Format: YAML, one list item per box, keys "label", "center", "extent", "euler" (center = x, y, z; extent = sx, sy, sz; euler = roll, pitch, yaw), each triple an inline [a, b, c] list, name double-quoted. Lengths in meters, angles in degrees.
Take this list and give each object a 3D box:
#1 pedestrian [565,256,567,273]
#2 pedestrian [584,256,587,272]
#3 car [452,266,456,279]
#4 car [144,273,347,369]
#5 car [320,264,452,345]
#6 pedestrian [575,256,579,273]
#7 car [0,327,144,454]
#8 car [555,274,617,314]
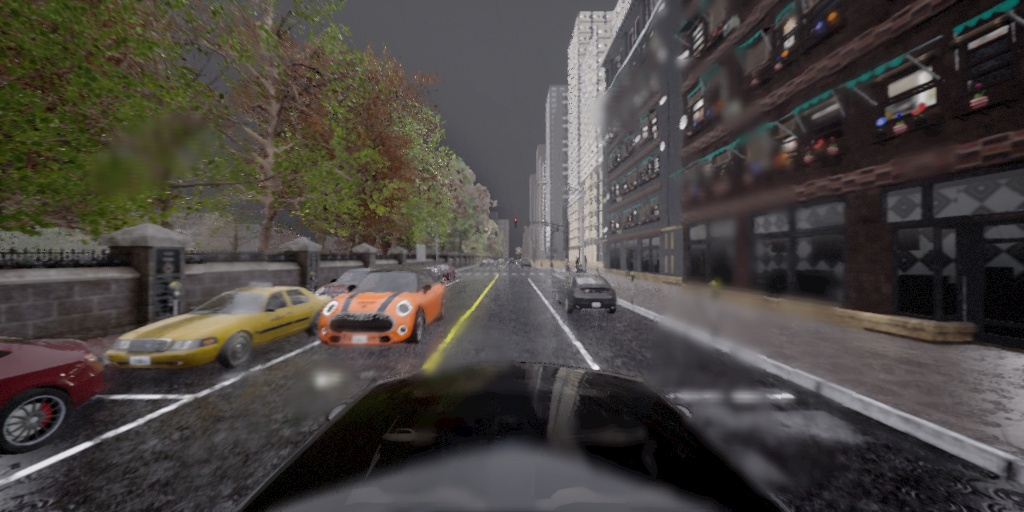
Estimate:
- label: "pedestrian"
  center: [6.129, 0.941, 40.698]
  extent: [0.375, 1.860, 0.375]
  euler: [0, 0, 0]
- label: "pedestrian"
  center: [8.129, 0.836, 40.099]
  extent: [0.375, 1.860, 0.375]
  euler: [0, 0, 0]
- label: "car"
  center: [-5.825, 1.335, 30.219]
  extent: [1.888, 1.381, 4.507]
  euler: [0, 0, 0]
- label: "car"
  center: [-5.692, 1.283, 7.895]
  extent: [1.751, 1.417, 4.829]
  euler: [0, 0, 0]
- label: "car"
  center: [-3.101, 1.112, 9.559]
  extent: [2.097, 1.767, 4.553]
  euler: [0, 0, 0]
- label: "pedestrian"
  center: [7.129, 0.910, 39.499]
  extent: [0.375, 1.860, 0.375]
  euler: [0, 0, 0]
- label: "car"
  center: [-5.691, 1.333, 2.526]
  extent: [1.802, 1.307, 4.207]
  euler: [0, 0, 0]
- label: "car"
  center: [2.687, 1.316, 13.607]
  extent: [2.007, 1.370, 4.403]
  euler: [0, 0, 0]
